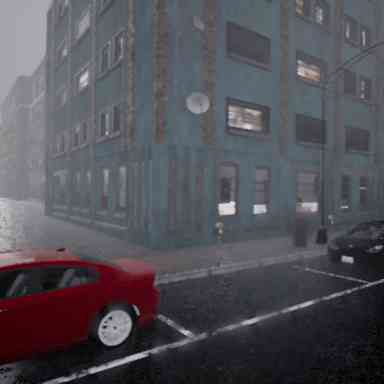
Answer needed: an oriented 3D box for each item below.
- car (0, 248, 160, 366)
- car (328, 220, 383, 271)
[{"bbox_3d":[-2.622,1.548,4.681,4.507,1.381,1.887,0,0,-35],"label":"car"},{"bbox_3d":[6.371,1.634,11.095,4.313,1.339,1.947,0,0,-35],"label":"car"}]
